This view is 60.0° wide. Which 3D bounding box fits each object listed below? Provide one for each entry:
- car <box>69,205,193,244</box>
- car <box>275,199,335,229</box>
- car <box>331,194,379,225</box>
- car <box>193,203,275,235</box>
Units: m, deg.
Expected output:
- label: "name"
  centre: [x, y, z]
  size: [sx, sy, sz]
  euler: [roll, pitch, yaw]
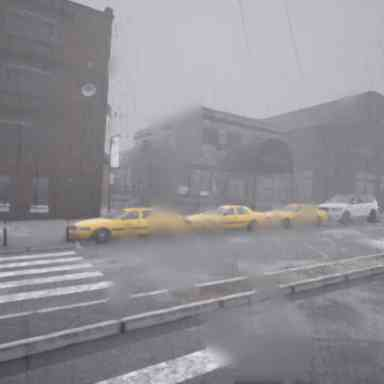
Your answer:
- label: "car"
  centre: [-2.873, 1.407, 15.514]
  size: [5.366, 1.575, 1.946]
  euler: [0, 0, -32]
- label: "car"
  centre: [6.496, 1.435, 21.369]
  size: [5.366, 1.575, 1.946]
  euler: [0, 0, -32]
- label: "car"
  centre: [11.421, 1.203, 24.450]
  size: [5.566, 2.045, 2.435]
  euler: [0, 0, -32]
- label: "car"
  centre: [1.813, 1.419, 18.437]
  size: [5.366, 1.575, 1.946]
  euler: [0, 0, -32]
